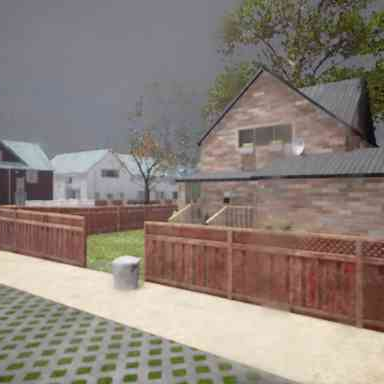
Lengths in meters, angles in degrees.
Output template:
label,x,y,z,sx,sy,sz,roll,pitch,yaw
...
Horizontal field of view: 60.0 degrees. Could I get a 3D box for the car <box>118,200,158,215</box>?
label,x,y,z,sx,sy,sz,roll,pitch,yaw
car,-5.228,1.574,33.564,2.097,1.767,4.553,0,0,37
